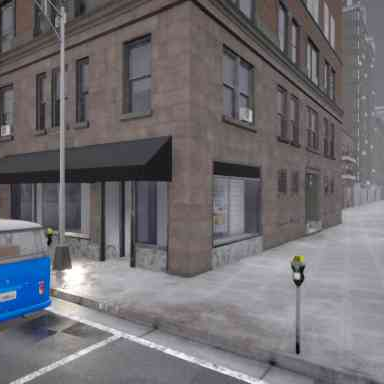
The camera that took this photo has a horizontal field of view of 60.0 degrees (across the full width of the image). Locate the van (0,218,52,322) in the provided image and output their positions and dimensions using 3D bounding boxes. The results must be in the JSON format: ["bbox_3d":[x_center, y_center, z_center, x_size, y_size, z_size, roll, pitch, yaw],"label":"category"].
[{"bbox_3d":[-4.298,1.340,6.085,3.998,1.788,1.690,0,0,35],"label":"van"}]
